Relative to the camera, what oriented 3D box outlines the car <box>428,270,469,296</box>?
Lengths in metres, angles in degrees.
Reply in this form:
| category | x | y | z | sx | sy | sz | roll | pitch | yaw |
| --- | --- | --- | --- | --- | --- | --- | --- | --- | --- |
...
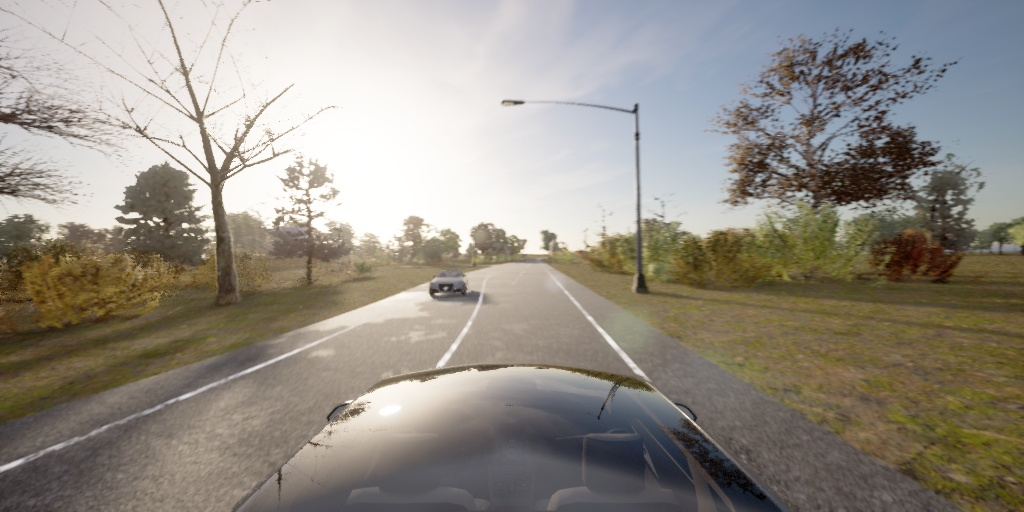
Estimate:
| category | x | y | z | sx | sy | sz | roll | pitch | yaw |
| --- | --- | --- | --- | --- | --- | --- | --- | --- | --- |
| car | -3.555 | 1.503 | 20.798 | 1.994 | 1.385 | 4.181 | -1 | 0 | -3 |
